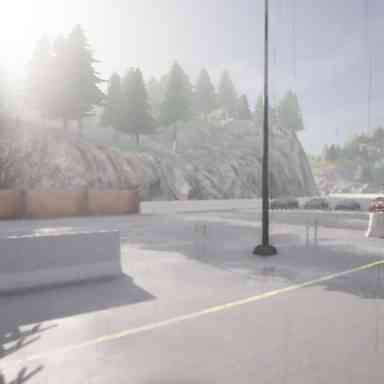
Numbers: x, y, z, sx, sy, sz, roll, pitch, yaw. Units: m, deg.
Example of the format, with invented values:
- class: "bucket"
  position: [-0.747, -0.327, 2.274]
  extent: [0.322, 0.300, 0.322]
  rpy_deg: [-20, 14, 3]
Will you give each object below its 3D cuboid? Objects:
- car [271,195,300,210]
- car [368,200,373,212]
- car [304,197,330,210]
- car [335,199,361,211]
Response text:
- class: "car"
  position: [11.948, 1.301, 42.539]
  extent: [2.097, 1.767, 4.553]
  rpy_deg: [0, 0, 43]
- class: "car"
  position: [21.323, 1.324, 37.238]
  extent: [2.097, 1.767, 4.553]
  rpy_deg: [0, 0, 42]
- class: "car"
  position: [15.624, 1.462, 41.359]
  extent: [1.837, 1.490, 4.892]
  rpy_deg: [0, 0, 42]
- class: "car"
  position: [18.438, 1.529, 39.260]
  extent: [1.994, 1.385, 4.181]
  rpy_deg: [0, 0, 42]
